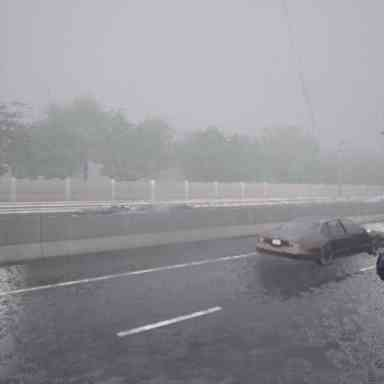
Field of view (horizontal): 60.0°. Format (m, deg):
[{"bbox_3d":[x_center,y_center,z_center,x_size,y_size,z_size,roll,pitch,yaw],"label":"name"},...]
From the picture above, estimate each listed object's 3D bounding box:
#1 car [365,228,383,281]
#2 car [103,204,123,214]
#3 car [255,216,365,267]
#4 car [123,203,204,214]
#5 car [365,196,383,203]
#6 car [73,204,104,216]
[{"bbox_3d":[6.488,1.536,8.378,4.181,1.385,1.994,0,0,-36],"label":"car"},{"bbox_3d":[-3.564,1.535,22.950,4.181,1.385,1.994,0,0,-35],"label":"car"},{"bbox_3d":[4.540,1.519,11.287,5.357,1.411,2.033,0,0,-36],"label":"car"},{"bbox_3d":[-1.372,1.476,20.215,4.892,1.490,1.837,0,0,-35],"label":"car"},{"bbox_3d":[27.535,1.382,49.385,4.674,1.442,1.812,0,0,-35],"label":"car"},{"bbox_3d":[-6.447,1.575,25.192,4.718,1.301,1.895,0,0,-36],"label":"car"}]
